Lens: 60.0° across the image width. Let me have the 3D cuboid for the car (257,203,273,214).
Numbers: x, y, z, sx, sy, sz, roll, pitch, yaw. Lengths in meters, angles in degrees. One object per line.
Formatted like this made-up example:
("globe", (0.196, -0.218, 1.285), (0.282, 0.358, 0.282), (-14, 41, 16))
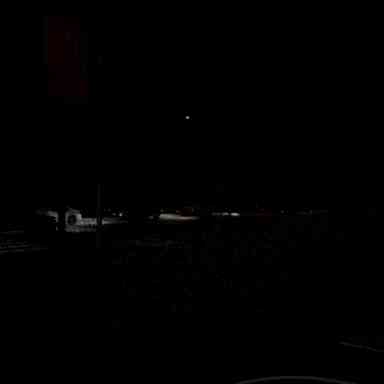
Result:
("car", (10.675, 2.248, 47.345), (2.128, 1.511, 4.902), (0, -1, 37))

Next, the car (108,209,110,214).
("car", (-6.478, 1.942, 34.975), (1.895, 1.301, 4.718), (0, -1, 36))

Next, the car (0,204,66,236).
("car", (-9.926, 1.606, 18.786), (1.812, 1.442, 4.674), (0, -1, 36))

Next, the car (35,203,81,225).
("car", (-10.317, 1.673, 24.092), (1.812, 1.442, 4.674), (0, -1, 36))

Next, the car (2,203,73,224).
("car", (-12.349, 1.657, 26.860), (1.837, 1.490, 4.892), (0, -1, 36))

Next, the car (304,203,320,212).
("car", (19.179, 2.528, 53.641), (1.994, 1.385, 4.181), (0, -1, 36))

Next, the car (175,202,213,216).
("car", (0.603, 1.979, 39.208), (1.882, 1.535, 5.008), (0, -1, 36))

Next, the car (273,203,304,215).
("car", (13.154, 2.270, 45.224), (1.837, 1.490, 4.892), (0, -1, 36))

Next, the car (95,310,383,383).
("car", (1.140, 1.550, 2.151), (4.403, 1.369, 2.008), (0, 0, 36))

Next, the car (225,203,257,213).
("car", (6.828, 2.252, 47.749), (2.033, 1.411, 5.357), (0, -1, 36))

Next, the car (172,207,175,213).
("car", (-0.566, 2.136, 43.135), (1.895, 1.301, 4.718), (0, -1, 36))

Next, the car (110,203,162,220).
("car", (-4.906, 1.813, 31.604), (2.128, 1.511, 4.902), (0, -1, 36))
